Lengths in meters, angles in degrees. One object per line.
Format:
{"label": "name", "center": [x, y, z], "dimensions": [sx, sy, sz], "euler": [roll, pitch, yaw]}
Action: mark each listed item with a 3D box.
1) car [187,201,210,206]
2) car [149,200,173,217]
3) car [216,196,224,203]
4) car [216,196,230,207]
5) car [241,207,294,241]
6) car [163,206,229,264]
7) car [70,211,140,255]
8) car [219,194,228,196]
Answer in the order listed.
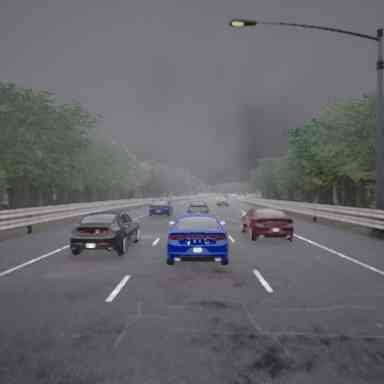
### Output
{"label": "car", "center": [0.588, 1.538, 30.010], "dimensions": [2.128, 1.511, 4.902], "euler": [0, 0, 2]}
{"label": "car", "center": [-2.860, 1.527, 31.669], "dimensions": [1.882, 1.535, 5.008], "euler": [0, 0, 2]}
{"label": "car", "center": [7.072, 1.864, 83.369], "dimensions": [1.837, 1.490, 4.892], "euler": [0, 0, 5]}
{"label": "car", "center": [5.167, 1.794, 56.675], "dimensions": [1.895, 1.301, 4.718], "euler": [0, 0, 3]}
{"label": "car", "center": [3.663, 1.492, 16.828], "dimensions": [1.882, 1.535, 5.008], "euler": [0, 0, 1]}
{"label": "car", "center": [0.193, 1.483, 11.851], "dimensions": [1.882, 1.535, 5.008], "euler": [0, 0, 1]}
{"label": "car", "center": [-3.287, 1.511, 13.328], "dimensions": [1.837, 1.490, 4.892], "euler": [0, 0, 1]}
{"label": "car", "center": [5.932, 1.750, 68.532], "dimensions": [1.882, 1.535, 5.008], "euler": [0, 0, 4]}
